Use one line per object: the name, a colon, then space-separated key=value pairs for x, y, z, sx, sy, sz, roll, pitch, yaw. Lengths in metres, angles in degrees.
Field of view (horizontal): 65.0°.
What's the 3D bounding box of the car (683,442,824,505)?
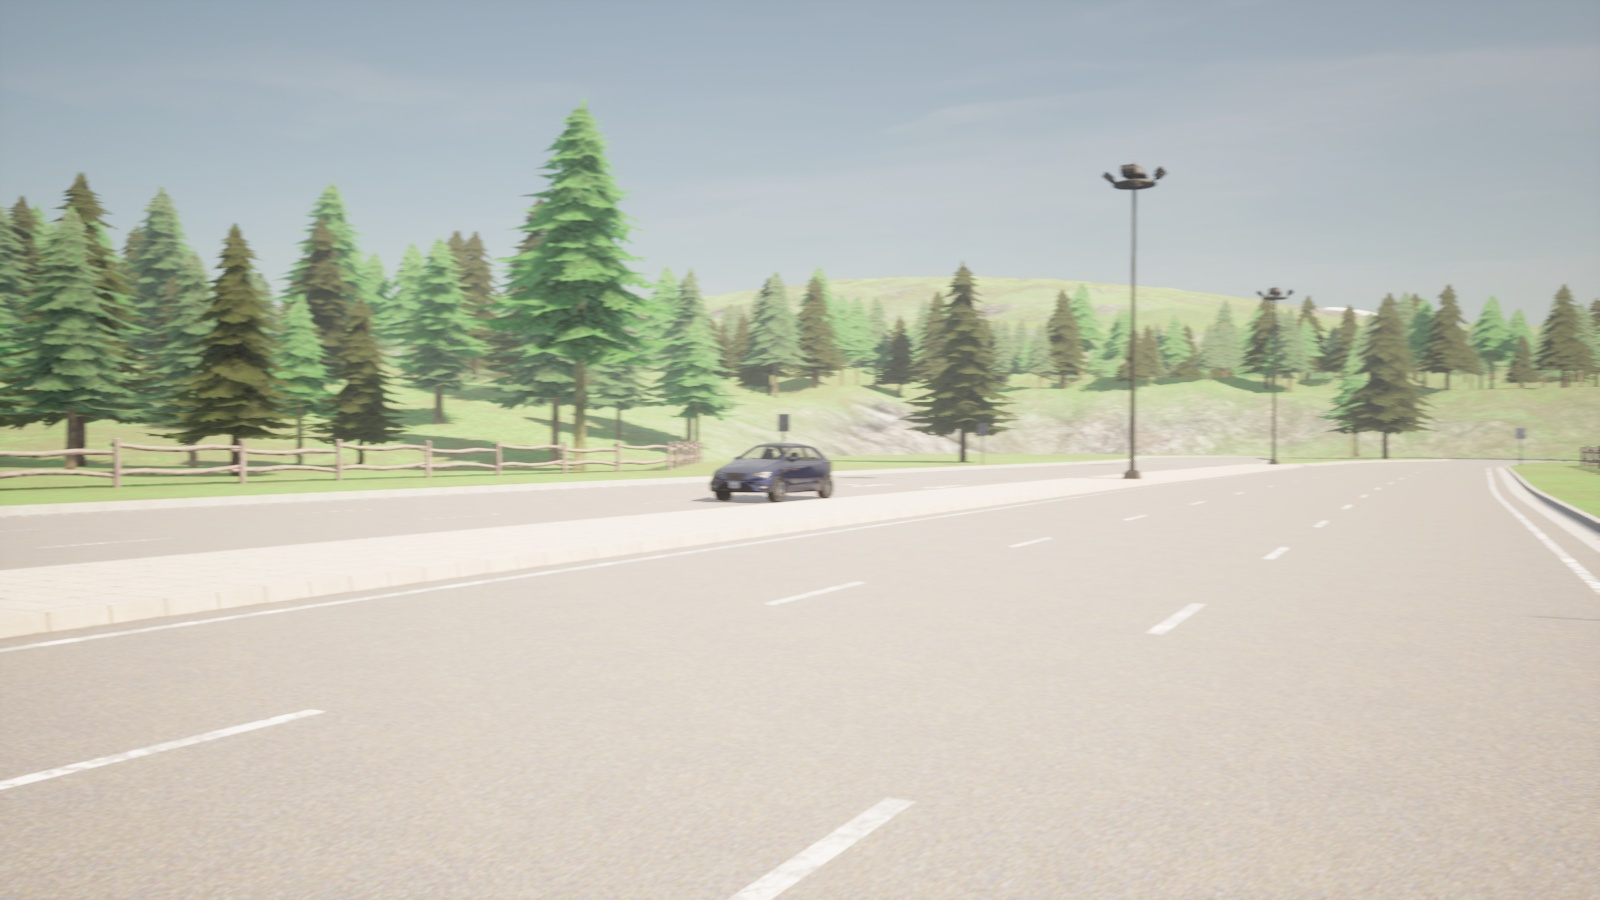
car: x=-1.104 y=0.552 z=32.127 sx=1.816 sy=1.474 sz=4.193 roll=1 pitch=0 yaw=26
